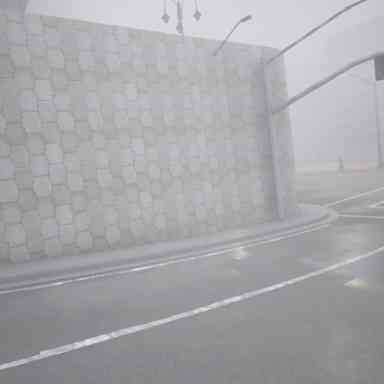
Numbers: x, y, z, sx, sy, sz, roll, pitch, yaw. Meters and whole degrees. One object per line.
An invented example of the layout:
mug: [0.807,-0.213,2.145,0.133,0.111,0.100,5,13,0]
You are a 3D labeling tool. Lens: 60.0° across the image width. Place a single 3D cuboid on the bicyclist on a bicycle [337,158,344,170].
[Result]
bicyclist on a bicycle: [20.049,-3.831,44.896,1.656,1.620,0.582,-11,6,-35]
